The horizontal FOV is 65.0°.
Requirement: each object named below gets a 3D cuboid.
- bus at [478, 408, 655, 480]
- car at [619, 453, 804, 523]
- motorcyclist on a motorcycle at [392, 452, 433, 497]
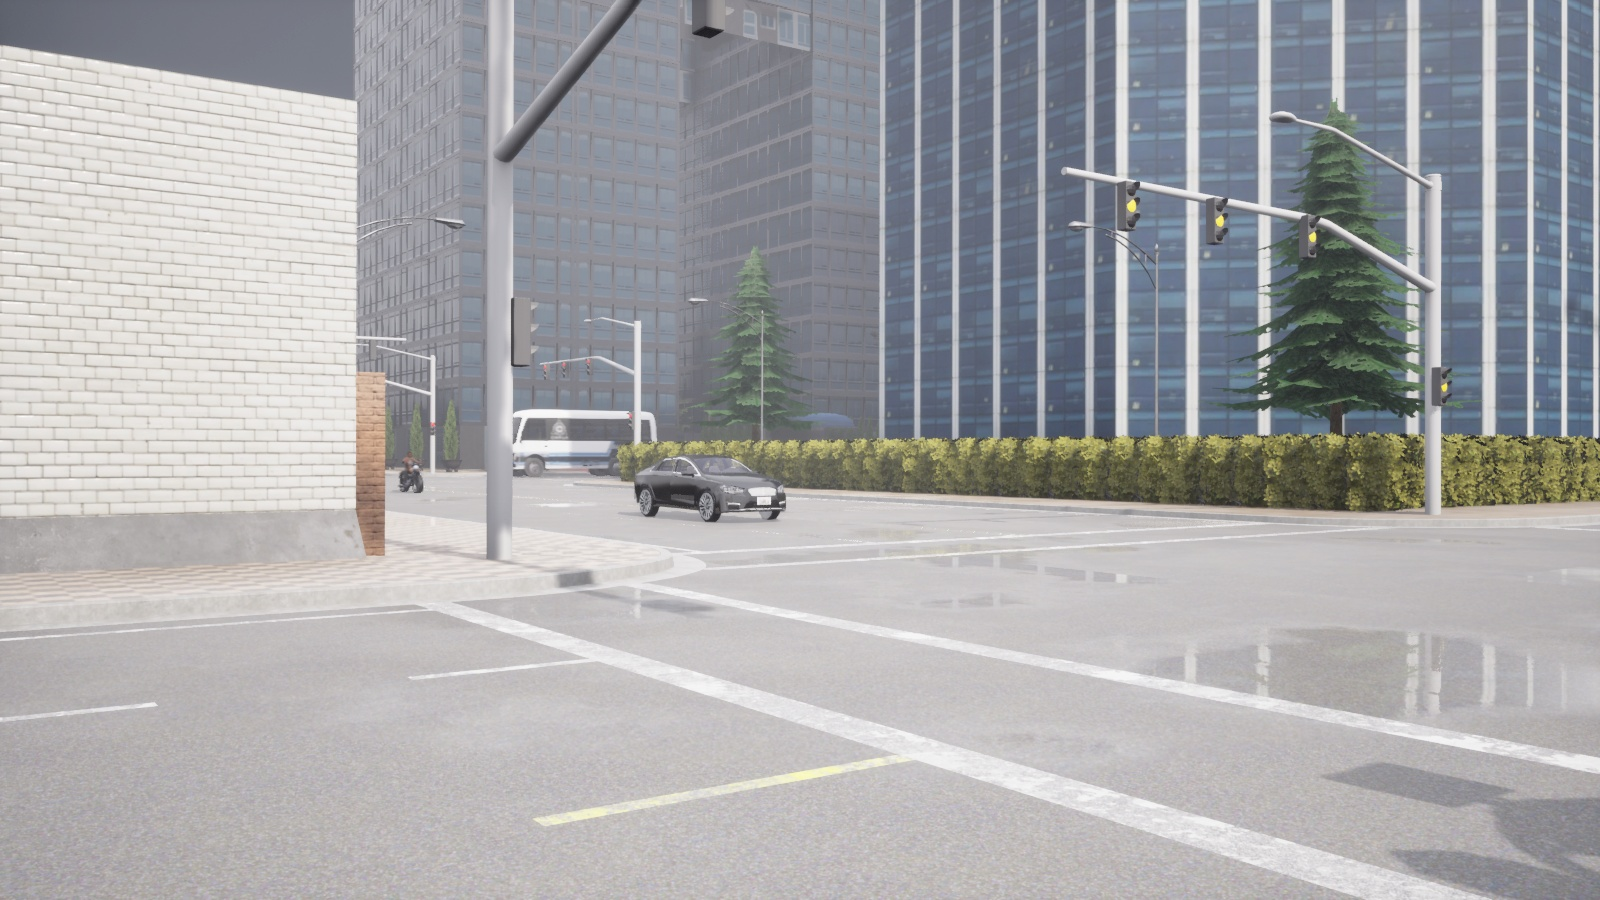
[{"bbox_3d":[-14.650,-0.351,79.376,10.273,4.253,3.944,0,0,-35],"label":"bus"},{"bbox_3d":[-2.194,0.834,29.697,2.128,1.511,4.902,0,0,-35],"label":"car"},{"bbox_3d":[-14.675,0.898,47.523,0.766,1.649,2.350,0,0,-35],"label":"motorcyclist on a motorcycle"}]
